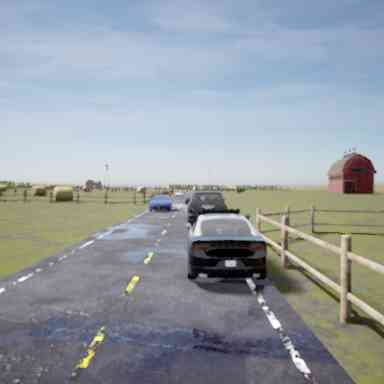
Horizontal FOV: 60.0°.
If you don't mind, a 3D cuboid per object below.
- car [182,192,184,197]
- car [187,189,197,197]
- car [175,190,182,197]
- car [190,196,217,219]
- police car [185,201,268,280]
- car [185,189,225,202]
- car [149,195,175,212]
[{"bbox_3d":[0.005,0.850,45.954,2.033,1.411,5.357,0,1,1],"label":"car"},{"bbox_3d":[-0.028,0.177,71.980,2.097,1.767,4.553,0,1,0],"label":"car"},{"bbox_3d":[-2.778,0.408,72.392,1.812,1.442,4.674,0,1,0],"label":"car"},{"bbox_3d":[0.814,1.117,25.544,1.837,1.490,4.892,0,1,0],"label":"car"},{"bbox_3d":[0.820,1.277,9.655,1.930,1.638,5.238,0,1,0],"label":"police car"},{"bbox_3d":[0.816,0.926,19.571,2.150,2.045,5.566,0,1,0],"label":"car"},{"bbox_3d":[-2.859,1.008,30.973,1.882,1.535,5.008,0,1,0],"label":"car"}]
